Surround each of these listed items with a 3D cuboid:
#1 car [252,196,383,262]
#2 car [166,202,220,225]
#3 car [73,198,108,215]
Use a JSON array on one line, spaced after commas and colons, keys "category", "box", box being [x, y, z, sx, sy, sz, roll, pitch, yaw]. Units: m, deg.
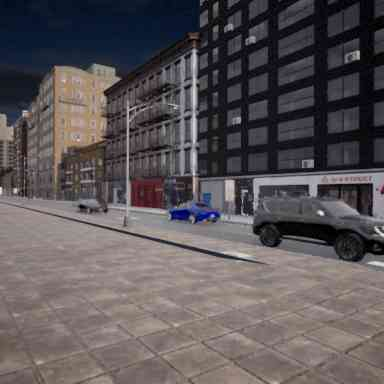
[{"category": "car", "box": [4.762, 1.199, 12.547, 2.150, 2.045, 5.566, 0, 0, -35]}, {"category": "car", "box": [-0.043, 1.461, 24.418, 1.882, 1.535, 5.008, 0, 0, -35]}, {"category": "car", "box": [-10.043, 1.416, 33.427, 1.882, 1.535, 5.008, 0, 0, -35]}]
